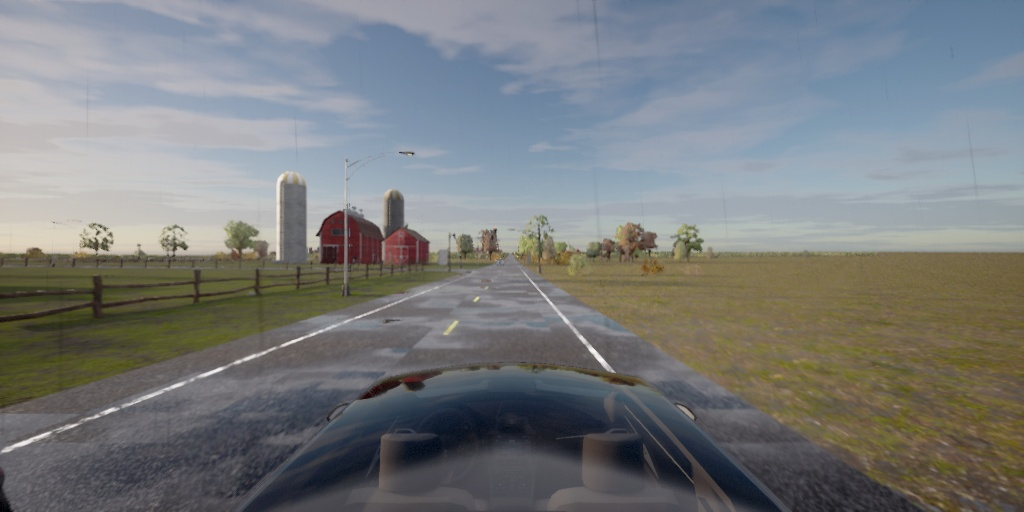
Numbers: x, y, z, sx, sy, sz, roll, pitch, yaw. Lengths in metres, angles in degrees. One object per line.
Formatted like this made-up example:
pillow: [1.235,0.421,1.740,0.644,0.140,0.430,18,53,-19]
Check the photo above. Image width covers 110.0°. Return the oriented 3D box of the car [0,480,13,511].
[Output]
car: [-3.601,1.300,0.119,1.994,1.385,4.181,0,-1,0]
